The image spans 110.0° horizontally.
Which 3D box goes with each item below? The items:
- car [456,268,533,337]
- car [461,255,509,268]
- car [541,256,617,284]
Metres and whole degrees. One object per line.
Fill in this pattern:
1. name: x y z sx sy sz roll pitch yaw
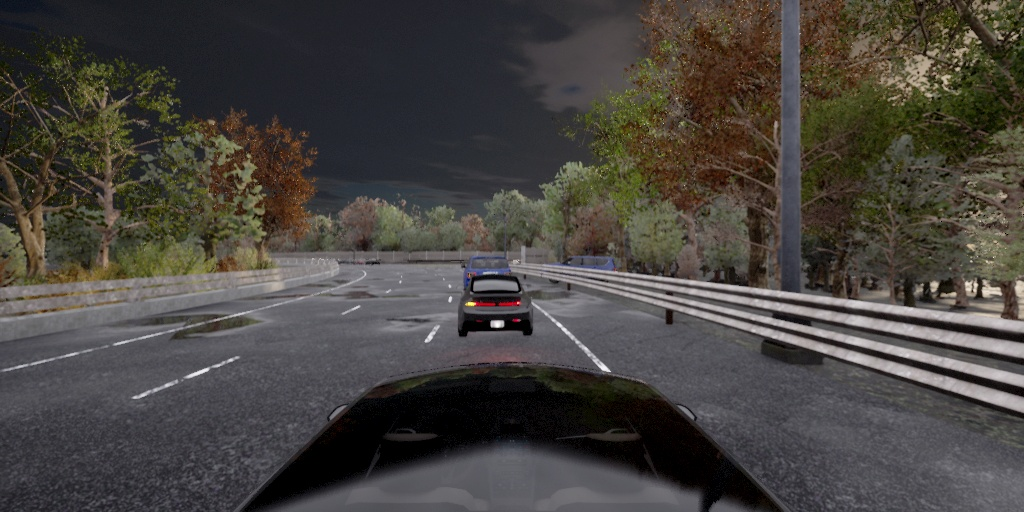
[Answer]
1. car: -0.539 1.261 10.362 1.837 1.490 4.892 0 0 -5
2. car: -1.308 0.983 17.838 2.150 2.045 5.566 0 0 -9
3. car: 4.864 0.997 26.139 5.566 2.045 2.150 3 1 4
